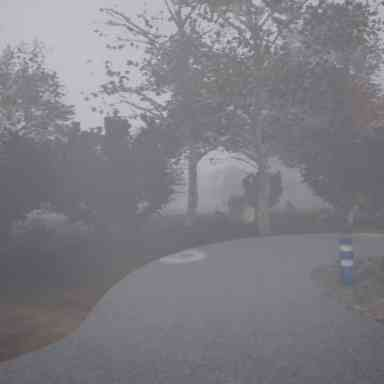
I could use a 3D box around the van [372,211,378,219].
[{"bbox_3d":[13.133,0.824,20.251,1.878,1.987,4.442,0,1,-37],"label":"van"}]
